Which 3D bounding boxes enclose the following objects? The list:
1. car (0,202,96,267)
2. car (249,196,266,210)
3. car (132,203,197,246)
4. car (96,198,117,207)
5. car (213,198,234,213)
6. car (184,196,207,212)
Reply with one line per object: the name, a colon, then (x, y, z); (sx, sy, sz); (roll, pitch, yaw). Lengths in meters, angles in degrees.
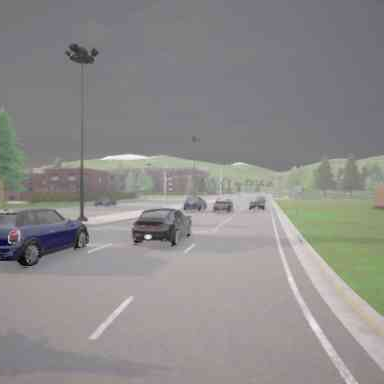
car: (-5.476, 1.334, 11.617); (2.097, 1.767, 4.553); (0, 0, 9)
car: (8.359, 1.554, 42.529); (1.895, 1.301, 4.718); (0, 0, 13)
car: (-1.227, 1.485, 15.303); (1.837, 1.490, 4.892); (0, 0, 11)
car: (-12.743, 1.523, 49.422); (1.994, 1.385, 4.181); (0, 0, 13)
car: (3.513, 1.448, 36.910); (2.128, 1.511, 4.902); (0, 0, 13)
car: (0.404, 1.304, 39.042); (2.097, 1.767, 4.553); (0, 0, 13)
